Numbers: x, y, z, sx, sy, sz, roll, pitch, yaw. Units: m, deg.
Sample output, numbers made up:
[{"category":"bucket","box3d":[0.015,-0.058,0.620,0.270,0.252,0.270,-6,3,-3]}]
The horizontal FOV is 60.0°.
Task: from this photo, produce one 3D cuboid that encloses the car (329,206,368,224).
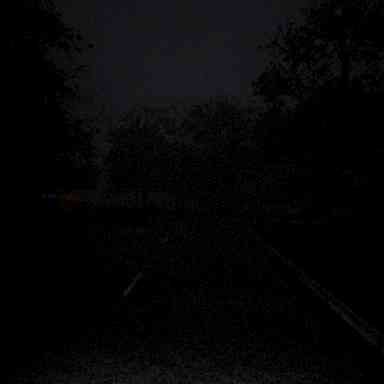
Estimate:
[{"category":"car","box3d":[16.868,2.477,34.147,5.566,2.045,2.150,4,-1,0]}]
